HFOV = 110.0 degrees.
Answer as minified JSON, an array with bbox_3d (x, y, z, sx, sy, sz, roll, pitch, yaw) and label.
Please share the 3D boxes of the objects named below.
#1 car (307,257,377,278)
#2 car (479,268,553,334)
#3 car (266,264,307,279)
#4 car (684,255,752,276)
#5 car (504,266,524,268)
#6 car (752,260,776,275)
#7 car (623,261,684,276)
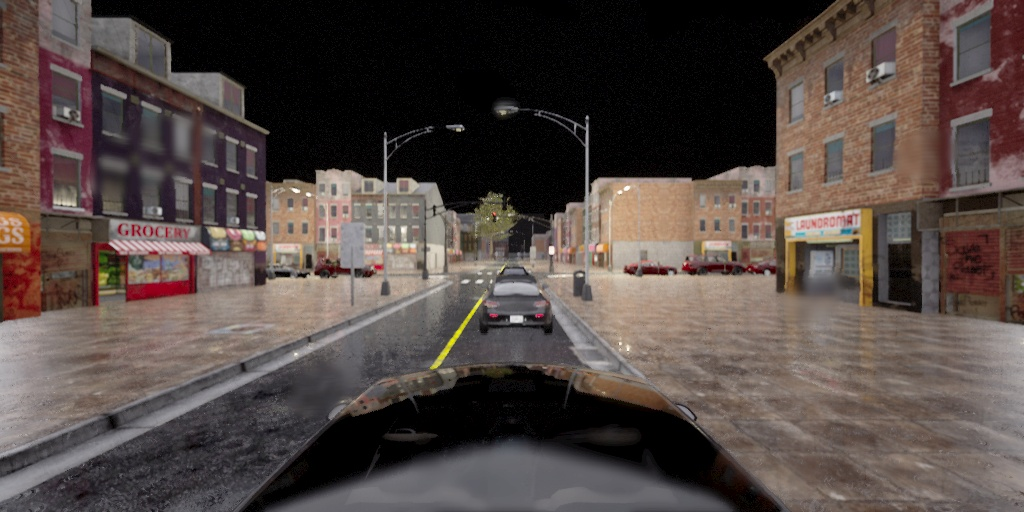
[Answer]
[{"bbox_3d":[-14.437,1.045,31.087,5.009,1.841,2.192,0,0,0],"label":"car"},{"bbox_3d":[0.105,1.238,10.336,1.812,1.442,4.674,0,0,0],"label":"car"},{"bbox_3d":[-19.863,1.338,31.082,4.313,1.339,1.948,0,0,0],"label":"car"},{"bbox_3d":[17.406,0.815,31.117,5.009,1.841,2.192,0,0,0],"label":"car"},{"bbox_3d":[0.115,1.242,19.261,1.994,1.385,4.181,0,0,0],"label":"car"},{"bbox_3d":[22.839,1.009,31.122,4.507,1.381,1.888,0,0,0],"label":"car"},{"bbox_3d":[11.972,1.083,31.112,4.507,1.381,1.888,0,0,0],"label":"car"}]
